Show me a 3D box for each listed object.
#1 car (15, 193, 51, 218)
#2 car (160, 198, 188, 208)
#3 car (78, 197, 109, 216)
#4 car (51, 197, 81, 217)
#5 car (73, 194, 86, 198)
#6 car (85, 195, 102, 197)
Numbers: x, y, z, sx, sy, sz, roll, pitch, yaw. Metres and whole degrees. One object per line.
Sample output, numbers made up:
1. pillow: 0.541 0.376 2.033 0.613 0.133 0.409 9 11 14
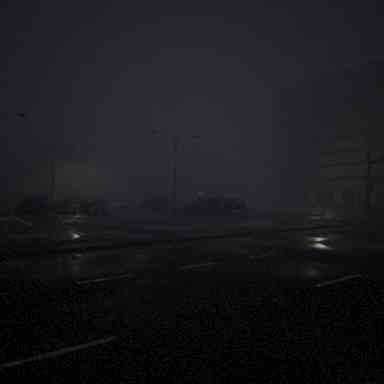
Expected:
1. car: -14.130 1.260 29.146 1.932 1.855 4.605 1 0 -35
2. car: -3.785 1.947 68.346 2.033 1.411 5.357 1 0 -35
3. car: -9.598 1.554 32.394 1.970 1.475 3.806 1 0 -35
4. car: -11.966 1.496 30.729 1.784 1.438 3.905 1 0 -35
5. car: -21.399 1.398 63.911 1.905 1.878 3.866 1 0 -35
6. car: -13.567 1.610 48.065 1.970 1.475 3.806 1 0 -35
